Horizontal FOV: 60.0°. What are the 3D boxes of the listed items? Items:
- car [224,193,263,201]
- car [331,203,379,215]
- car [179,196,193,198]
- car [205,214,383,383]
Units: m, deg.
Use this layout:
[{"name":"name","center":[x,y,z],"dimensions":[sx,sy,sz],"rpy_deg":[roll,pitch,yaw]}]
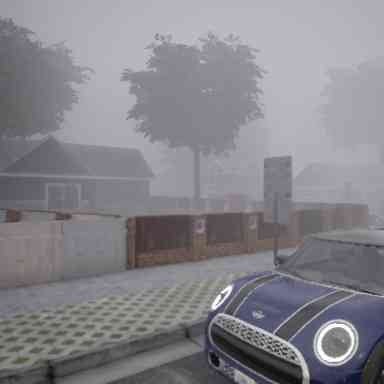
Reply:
[{"name":"car","center":[5.344,1.124,32.224],"dimensions":[2.150,2.045,5.566],"rpy_deg":[0,0,-36]},{"name":"car","center":[11.069,1.544,24.182],"dimensions":[1.812,1.442,4.674],"rpy_deg":[0,0,-36]},{"name":"car","center":[-0.600,1.271,40.625],"dimensions":[2.128,1.511,4.902],"rpy_deg":[0,1,-35]},{"name":"car","center":[2.379,1.381,4.760],"dimensions":[4.553,1.767,2.097],"rpy_deg":[1,0,-35]}]
